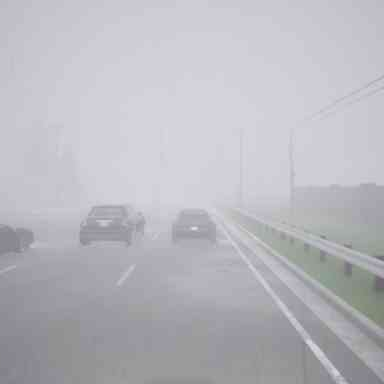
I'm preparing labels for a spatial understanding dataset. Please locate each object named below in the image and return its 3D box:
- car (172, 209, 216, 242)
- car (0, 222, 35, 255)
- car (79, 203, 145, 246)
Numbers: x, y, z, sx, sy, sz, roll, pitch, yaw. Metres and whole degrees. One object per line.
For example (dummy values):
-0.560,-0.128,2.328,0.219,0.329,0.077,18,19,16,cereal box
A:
0.091,1.485,15.913,1.994,1.385,4.181,0,0,0,car
-6.918,1.497,10.243,2.033,1.411,5.357,0,0,0,car
-3.410,1.277,15.054,2.097,1.767,4.553,0,0,0,car
